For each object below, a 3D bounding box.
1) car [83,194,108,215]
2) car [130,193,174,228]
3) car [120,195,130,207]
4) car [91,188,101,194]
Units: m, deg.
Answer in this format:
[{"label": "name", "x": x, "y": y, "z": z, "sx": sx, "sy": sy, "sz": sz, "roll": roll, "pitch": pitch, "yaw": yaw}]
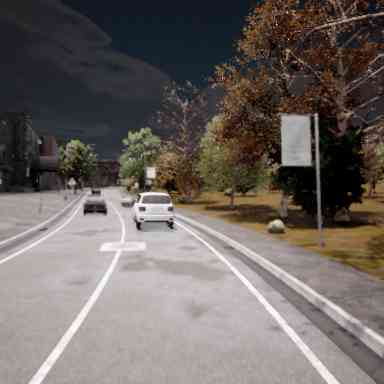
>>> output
[{"label": "car", "x": -8.045, "y": 1.172, "z": 27.796, "sx": 1.895, "sy": 1.301, "sz": 4.718, "roll": 1, "pitch": 1, "yaw": -15}, {"label": "car", "x": -2.482, "y": 1.041, "z": 20.703, "sx": 2.150, "sy": 2.045, "sz": 5.566, "roll": 1, "pitch": 1, "yaw": -12}, {"label": "car", "x": -7.330, "y": 0.963, "z": 38.726, "sx": 1.895, "sy": 1.301, "sz": 4.718, "roll": 1, "pitch": 1, "yaw": -16}, {"label": "car", "x": -19.676, "y": -0.057, "z": 68.291, "sx": 1.882, "sy": 1.535, "sz": 5.008, "roll": 1, "pitch": 1, "yaw": -16}]
